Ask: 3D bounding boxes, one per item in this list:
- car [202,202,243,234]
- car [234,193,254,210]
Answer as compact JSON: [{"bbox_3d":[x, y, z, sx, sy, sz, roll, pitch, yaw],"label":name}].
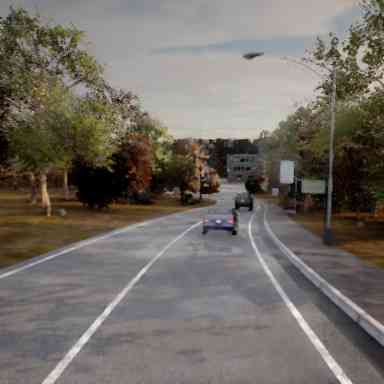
[{"bbox_3d":[1.731,1.532,19.201,2.033,1.411,5.357,1,0,9],"label":"car"},{"bbox_3d":[6.642,1.212,42.460,2.150,2.045,5.566,1,0,13],"label":"car"}]
